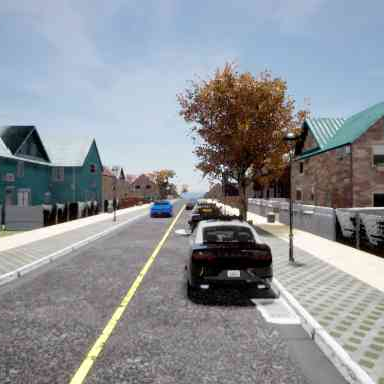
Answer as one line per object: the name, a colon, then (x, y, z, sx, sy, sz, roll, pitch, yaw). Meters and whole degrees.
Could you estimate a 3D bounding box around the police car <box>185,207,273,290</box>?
police car: (0.840, 1.431, 9.247, 1.930, 1.638, 5.238, 0, 0, 0)

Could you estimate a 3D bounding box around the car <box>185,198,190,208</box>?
car: (0.100, 1.650, 45.050, 2.033, 1.411, 5.357, 0, 0, 1)

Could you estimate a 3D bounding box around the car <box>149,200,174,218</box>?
car: (-2.702, 1.503, 30.252, 1.882, 1.535, 5.008, 0, 0, 0)

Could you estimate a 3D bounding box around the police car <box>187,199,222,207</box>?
police car: (0.856, 1.439, 19.247, 1.930, 1.638, 5.238, 0, 0, 0)

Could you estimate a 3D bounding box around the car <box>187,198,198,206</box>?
car: (0.100, 1.769, 62.055, 1.994, 1.385, 4.181, 0, 0, 0)
